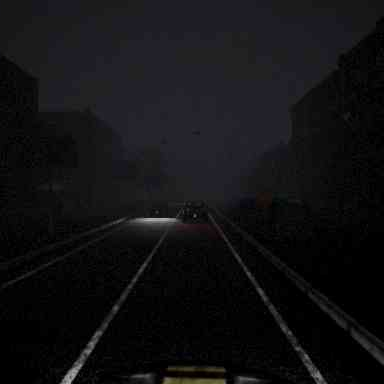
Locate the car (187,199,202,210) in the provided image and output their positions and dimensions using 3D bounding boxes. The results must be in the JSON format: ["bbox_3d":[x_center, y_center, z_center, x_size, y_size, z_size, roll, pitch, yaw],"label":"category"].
[{"bbox_3d":[0.342,1.585,43.052,1.895,1.301,4.718,0,0,0],"label":"car"}]

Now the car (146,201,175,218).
[{"bbox_3d":[-2.929,1.528,29.951,1.994,1.385,4.181,0,0,0],"label":"car"}]

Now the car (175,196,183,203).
[{"bbox_3d":[-2.603,1.573,70.448,1.812,1.442,4.674,0,0,0],"label":"car"}]

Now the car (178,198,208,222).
[{"bbox_3d":[0.245,1.458,25.900,2.128,1.511,4.902,0,0,0],"label":"car"}]
